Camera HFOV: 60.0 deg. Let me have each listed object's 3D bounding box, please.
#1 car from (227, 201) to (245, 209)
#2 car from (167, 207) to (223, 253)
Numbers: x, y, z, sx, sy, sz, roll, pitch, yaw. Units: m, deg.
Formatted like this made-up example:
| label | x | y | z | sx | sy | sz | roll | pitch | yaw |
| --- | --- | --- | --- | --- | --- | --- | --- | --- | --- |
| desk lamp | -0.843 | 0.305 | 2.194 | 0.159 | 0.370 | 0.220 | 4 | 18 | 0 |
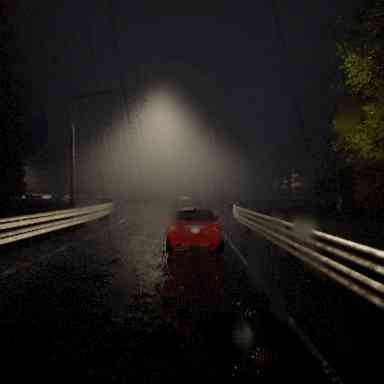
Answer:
| label | x | y | z | sx | sy | sz | roll | pitch | yaw |
| --- | --- | --- | --- | --- | --- | --- | --- | --- | --- |
| car | 7.248 | 2.039 | 54.209 | 1.895 | 1.301 | 4.718 | 0 | -1 | 25 |
| car | 0.120 | 1.422 | 14.213 | 2.097 | 1.767 | 4.553 | 0 | 0 | 0 |
